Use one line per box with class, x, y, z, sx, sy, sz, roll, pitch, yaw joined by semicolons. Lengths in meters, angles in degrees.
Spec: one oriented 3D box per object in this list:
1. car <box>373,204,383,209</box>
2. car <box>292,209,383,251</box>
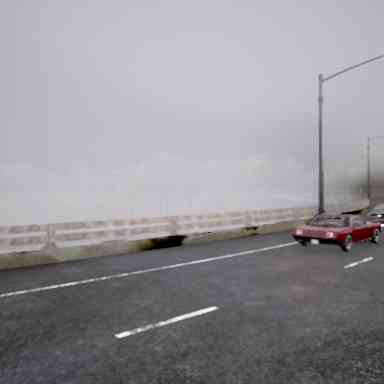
car;11.422;1.443;18.958;1.837;1.490;4.892;0;0;43
car;6.231;1.568;13.942;4.718;1.301;1.895;0;0;-43
